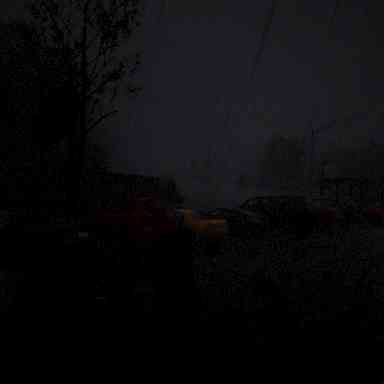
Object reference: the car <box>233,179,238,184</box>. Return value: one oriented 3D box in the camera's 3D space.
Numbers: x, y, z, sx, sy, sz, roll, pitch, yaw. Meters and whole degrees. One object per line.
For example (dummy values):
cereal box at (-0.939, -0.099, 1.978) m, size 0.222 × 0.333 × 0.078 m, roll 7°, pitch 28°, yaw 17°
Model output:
car at (11.040, -2.317, 75.328) m, size 2.002 × 1.452 × 4.674 m, roll 7°, pitch 3°, yaw 35°

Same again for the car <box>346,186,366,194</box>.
car at (26.568, 0.136, 53.116) m, size 2.002 × 1.452 × 4.674 m, roll 7°, pitch 3°, yaw 35°

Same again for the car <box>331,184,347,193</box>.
car at (24.878, -0.426, 55.589) m, size 2.435 × 2.045 × 5.566 m, roll 7°, pitch 3°, yaw 35°

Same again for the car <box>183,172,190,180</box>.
car at (0.566, -4.085, 90.038) m, size 2.185 × 1.767 × 4.553 m, roll 4°, pitch 1°, yaw 33°

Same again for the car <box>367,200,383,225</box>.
car at (11.665, 1.403, 24.629) m, size 4.553 × 1.767 × 2.185 m, roll -1°, pitch -1°, yaw 35°

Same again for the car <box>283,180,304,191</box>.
car at (19.671, -0.992, 62.977) m, size 2.231 × 1.521 × 4.892 m, roll 7°, pitch 3°, yaw 35°

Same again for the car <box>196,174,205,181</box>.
car at (4.088, -3.699, 85.100) m, size 2.435 × 2.045 × 5.566 m, roll 7°, pitch 3°, yaw 34°

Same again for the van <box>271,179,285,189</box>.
van at (17.912, -1.491, 65.340) m, size 1.878 × 1.987 × 4.442 m, roll 7°, pitch 4°, yaw 35°

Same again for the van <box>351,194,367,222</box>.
van at (9.255, 1.296, 22.880) m, size 4.442 × 1.987 × 1.878 m, roll -1°, pitch -1°, yaw 35°

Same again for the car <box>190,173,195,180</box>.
car at (2.295, -3.850, 87.567) m, size 2.185 × 1.767 × 4.553 m, roll 6°, pitch 3°, yaw 34°

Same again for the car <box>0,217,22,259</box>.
car at (-8.020, 1.493, 10.808) m, size 4.892 × 1.521 × 2.231 m, roll -1°, pitch -1°, yaw 35°

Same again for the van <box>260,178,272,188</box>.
van at (16.184, -1.764, 67.812) m, size 1.878 × 1.987 × 4.442 m, roll 7°, pitch 4°, yaw 35°

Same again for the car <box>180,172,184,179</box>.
car at (-1.205, -4.362, 92.386) m, size 2.435 × 2.045 × 5.566 m, roll 1°, pitch -1°, yaw 34°

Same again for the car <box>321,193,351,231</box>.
car at (6.716, 1.267, 21.211) m, size 5.566 × 2.045 × 2.435 m, roll -1°, pitch -1°, yaw 35°

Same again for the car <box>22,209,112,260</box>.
car at (-5.599, 1.523, 12.554) m, size 4.792 × 1.488 × 2.163 m, roll -1°, pitch -1°, yaw 35°

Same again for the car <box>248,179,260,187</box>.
car at (14.611, -1.812, 70.544) m, size 1.946 × 1.575 × 5.366 m, roll 7°, pitch 3°, yaw 35°

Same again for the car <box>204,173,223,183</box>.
car at (5.938, -3.176, 82.840) m, size 1.946 × 1.575 × 5.366 m, roll 7°, pitch 3°, yaw 34°

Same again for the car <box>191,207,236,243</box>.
car at (-0.833, 1.502, 16.124) m, size 5.366 × 1.575 × 1.946 m, roll -1°, pitch -1°, yaw 35°

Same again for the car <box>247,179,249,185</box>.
car at (12.781, -2.044, 72.865) m, size 2.002 × 1.452 × 4.674 m, roll 7°, pitch 4°, yaw 35°

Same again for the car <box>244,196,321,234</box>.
car at (4.202, 1.262, 19.507) m, size 5.566 × 2.045 × 2.435 m, roll -1°, pitch -1°, yaw 35°

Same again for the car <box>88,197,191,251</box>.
car at (-3.154, 1.247, 14.298) m, size 5.566 × 2.045 × 2.435 m, roll -1°, pitch -1°, yaw 35°

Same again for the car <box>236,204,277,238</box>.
car at (1.774, 1.548, 17.751) m, size 4.674 × 1.452 × 2.002 m, roll -1°, pitch -1°, yaw 35°
